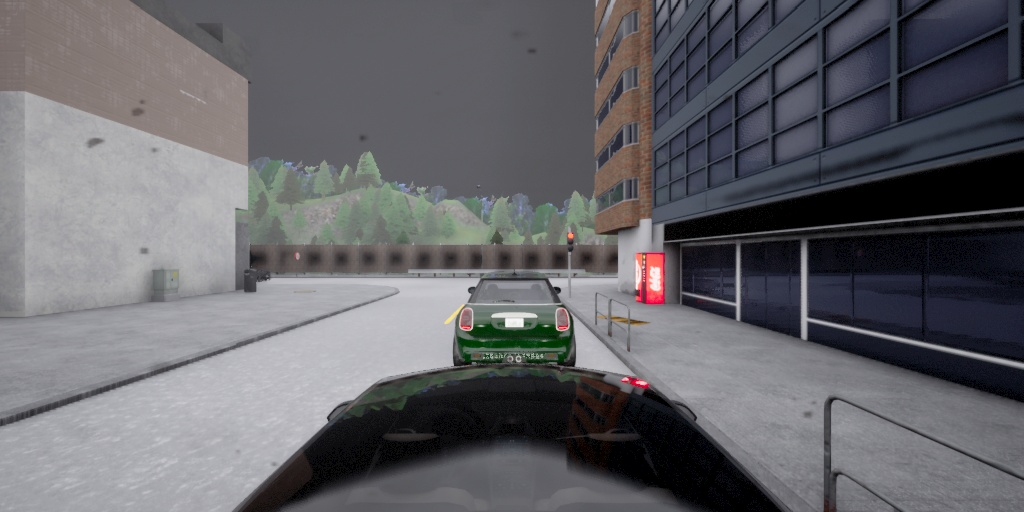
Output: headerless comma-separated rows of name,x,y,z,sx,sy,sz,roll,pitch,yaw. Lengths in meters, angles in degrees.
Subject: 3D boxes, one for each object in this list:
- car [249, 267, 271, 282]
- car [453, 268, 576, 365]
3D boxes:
car,-20.453,1.227,26.273,5.008,1.535,1.882,0,0,0
car,0.055,1.102,7.939,2.097,1.767,4.553,0,0,0
